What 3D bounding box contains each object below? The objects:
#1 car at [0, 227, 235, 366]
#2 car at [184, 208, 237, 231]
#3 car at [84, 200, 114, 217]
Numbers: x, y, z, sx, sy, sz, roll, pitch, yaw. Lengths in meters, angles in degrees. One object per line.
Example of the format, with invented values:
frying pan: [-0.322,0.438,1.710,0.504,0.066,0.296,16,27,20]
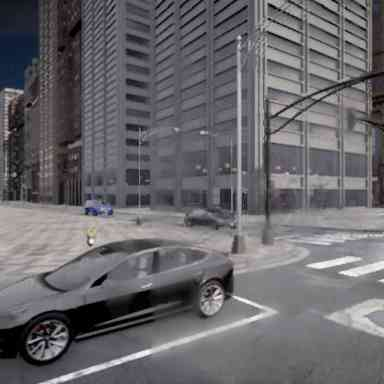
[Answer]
car: [-1.160,1.563,5.821,4.313,1.339,1.947,0,0,-36]
car: [1.227,1.847,23.102,1.812,1.442,4.674,0,-1,-35]
car: [-11.670,1.989,41.387,2.150,2.045,5.566,0,-1,-35]
